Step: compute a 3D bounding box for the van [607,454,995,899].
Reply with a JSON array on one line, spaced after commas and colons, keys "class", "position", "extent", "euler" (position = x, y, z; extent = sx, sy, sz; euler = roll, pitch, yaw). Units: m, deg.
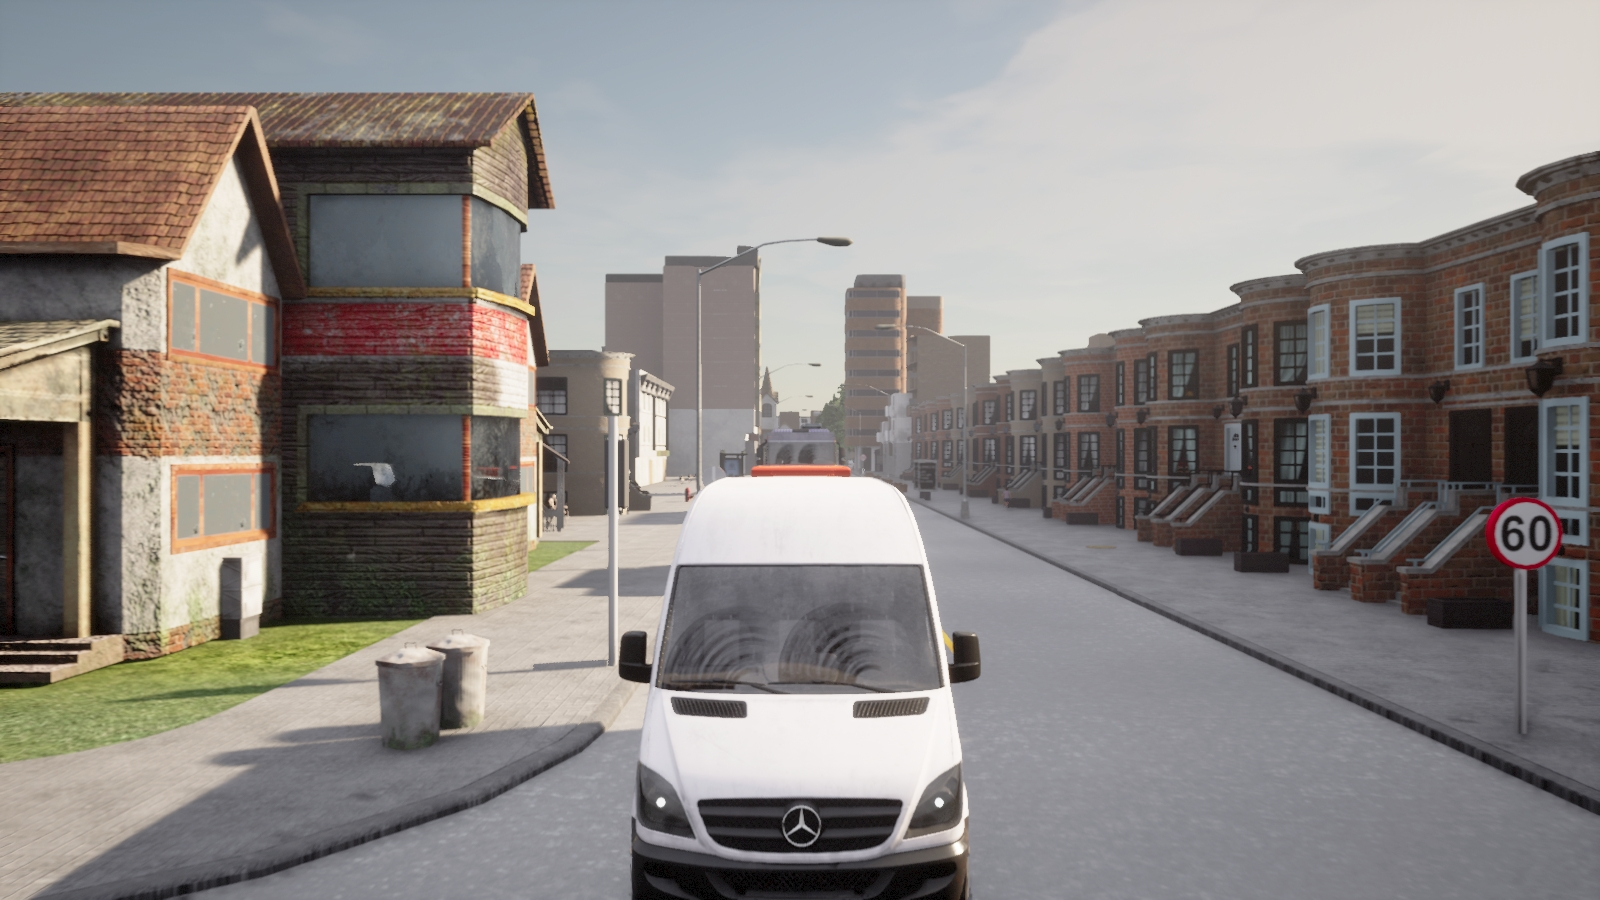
[{"class": "van", "position": [0.005, 1.315, 8.818], "extent": [1.988, 2.561, 5.915], "euler": [0, 0, 0]}]

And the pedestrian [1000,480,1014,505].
[{"class": "pedestrian", "position": [9.278, 1.902, 51.208], "extent": [0.500, 1.100, 0.500], "euler": [0, 0, -7]}]

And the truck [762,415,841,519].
[{"class": "truck", "position": [0.031, 0.661, 46.390], "extent": [2.891, 3.827, 8.468], "euler": [0, -1, 0]}]
